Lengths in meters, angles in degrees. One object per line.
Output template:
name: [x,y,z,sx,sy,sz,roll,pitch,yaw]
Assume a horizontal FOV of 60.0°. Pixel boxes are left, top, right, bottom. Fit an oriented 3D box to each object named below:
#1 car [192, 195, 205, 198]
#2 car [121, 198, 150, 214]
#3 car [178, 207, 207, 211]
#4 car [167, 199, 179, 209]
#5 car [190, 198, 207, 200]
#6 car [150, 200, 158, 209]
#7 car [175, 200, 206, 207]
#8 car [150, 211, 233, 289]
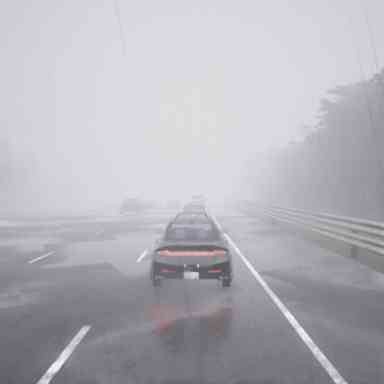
car: [0.923,1.367,46.081,2.150,2.045,5.566,0,0,2]
car: [-6.400,1.453,36.948,2.097,1.767,4.553,0,0,2]
car: [0.013,1.605,15.822,1.895,1.301,4.718,0,0,0]
car: [-2.513,1.718,48.059,2.033,1.411,5.357,0,0,2]
car: [0.524,1.613,34.720,1.994,1.385,4.181,0,0,2]
car: [-6.023,1.779,47.699,1.895,1.301,4.718,0,0,2]
car: [0.133,1.562,25.008,2.033,1.411,5.357,0,0,1]
car: [-0.006,1.496,9.192,2.128,1.511,4.902,0,0,0]
